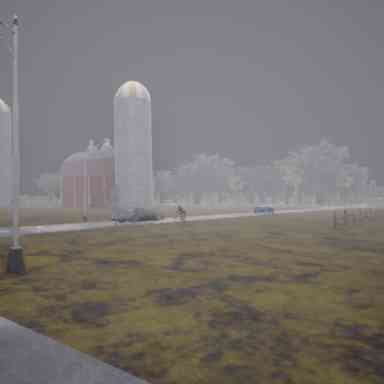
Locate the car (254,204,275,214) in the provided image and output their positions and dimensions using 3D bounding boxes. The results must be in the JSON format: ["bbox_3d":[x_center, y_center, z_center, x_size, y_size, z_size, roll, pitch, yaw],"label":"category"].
[{"bbox_3d":[11.597,2.657,53.068,1.882,1.535,5.008,-2,-2,36],"label":"car"}]

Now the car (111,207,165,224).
[{"bbox_3d":[-4.838,2.100,30.192,2.033,1.411,5.357,-2,-2,36],"label":"car"}]

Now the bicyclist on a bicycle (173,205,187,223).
[{"bbox_3d":[-1.080,2.002,30.183,1.656,1.620,0.582,-1,-1,36],"label":"bicyclist on a bicycle"}]
